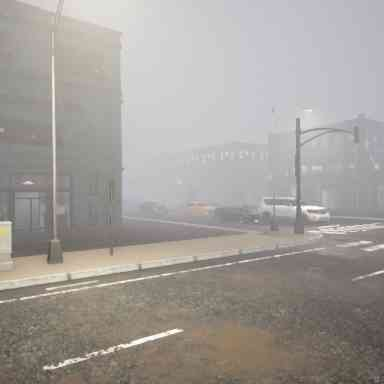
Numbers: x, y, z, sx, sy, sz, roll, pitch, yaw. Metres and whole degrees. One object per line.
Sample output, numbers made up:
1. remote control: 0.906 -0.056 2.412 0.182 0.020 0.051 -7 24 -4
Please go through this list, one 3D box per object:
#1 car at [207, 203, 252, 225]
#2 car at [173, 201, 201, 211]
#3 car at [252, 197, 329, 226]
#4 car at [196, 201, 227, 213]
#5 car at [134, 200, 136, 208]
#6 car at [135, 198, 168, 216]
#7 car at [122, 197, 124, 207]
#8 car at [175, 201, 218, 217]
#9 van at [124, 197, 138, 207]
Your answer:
1. car: 3.548 1.814 26.599 1.947 1.339 4.313 -1 0 -35
2. car: -0.766 1.965 47.349 1.802 1.307 4.206 -2 0 -35
3. car: 7.638 1.403 25.644 2.150 2.045 5.566 -1 0 -37
4. car: 2.440 1.903 42.838 1.802 1.307 4.206 -2 0 -35
5. car: -5.521 2.006 44.073 1.994 1.385 4.181 -1 0 -35
6. car: -4.394 1.846 37.981 1.967 1.590 4.097 -1 0 -35
7. car: -13.597 1.939 65.397 2.192 1.841 5.009 -1 0 -35
8. car: 0.643 1.800 35.383 1.882 1.535 5.008 -1 -1 -35
9. van: -10.390 1.906 60.885 1.690 1.788 3.998 -1 0 -35
